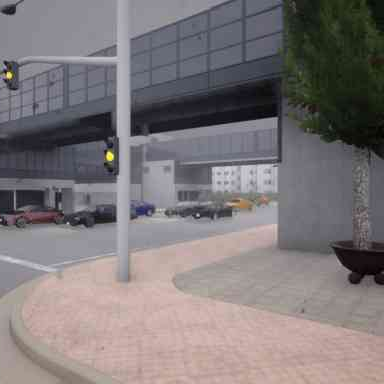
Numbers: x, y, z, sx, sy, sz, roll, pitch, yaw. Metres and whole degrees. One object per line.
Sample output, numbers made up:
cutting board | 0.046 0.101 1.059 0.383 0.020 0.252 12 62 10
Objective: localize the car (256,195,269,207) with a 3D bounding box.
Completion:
car | 10.055 1.274 50.862 2.097 1.767 4.553 0 0 36

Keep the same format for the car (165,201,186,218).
car | -0.507 1.526 30.459 1.812 1.442 4.674 0 0 36

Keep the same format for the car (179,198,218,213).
car | 0.844 1.492 38.295 2.128 1.511 4.902 0 0 36

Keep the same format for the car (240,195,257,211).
car | 5.318 1.478 38.495 1.882 1.535 5.008 0 0 36

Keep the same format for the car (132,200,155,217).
car | -5.434 1.478 29.634 1.882 1.535 5.008 0 0 36

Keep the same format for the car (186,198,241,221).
car | 1.883 1.505 27.461 1.837 1.490 4.892 0 0 36

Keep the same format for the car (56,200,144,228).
car | -6.114 1.547 22.726 2.033 1.411 5.357 0 0 36

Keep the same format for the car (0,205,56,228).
car | -10.702 1.564 22.356 1.994 1.385 4.181 0 0 36
